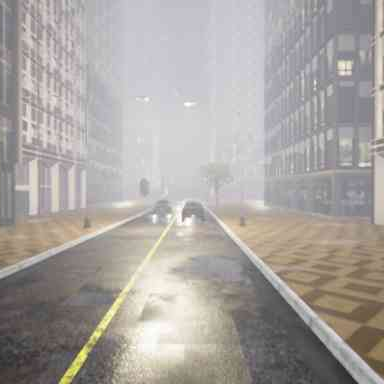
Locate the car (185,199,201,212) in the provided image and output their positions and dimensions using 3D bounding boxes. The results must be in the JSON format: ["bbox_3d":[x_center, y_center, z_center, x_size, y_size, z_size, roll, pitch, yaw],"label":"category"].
[{"bbox_3d":[0.096,1.570,40.201,1.812,1.442,4.674,0,0,0],"label":"car"}]

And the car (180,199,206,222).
[{"bbox_3d":[0.090,1.531,26.861,1.837,1.490,4.892,0,0,0],"label":"car"}]

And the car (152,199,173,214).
[{"bbox_3d":[-3.106,1.543,35.641,1.837,1.490,4.892,0,0,0],"label":"car"}]
